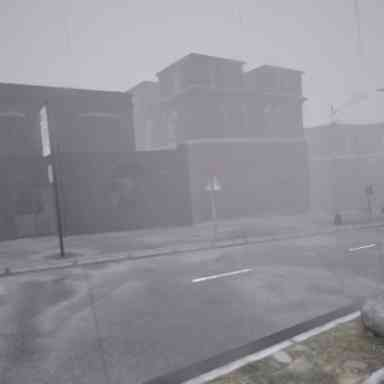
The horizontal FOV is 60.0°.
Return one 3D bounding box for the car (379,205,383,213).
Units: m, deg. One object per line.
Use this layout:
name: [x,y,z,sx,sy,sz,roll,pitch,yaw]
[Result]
car: [20.383,1.393,31.317,4.892,1.521,2.231,-1,0,34]
